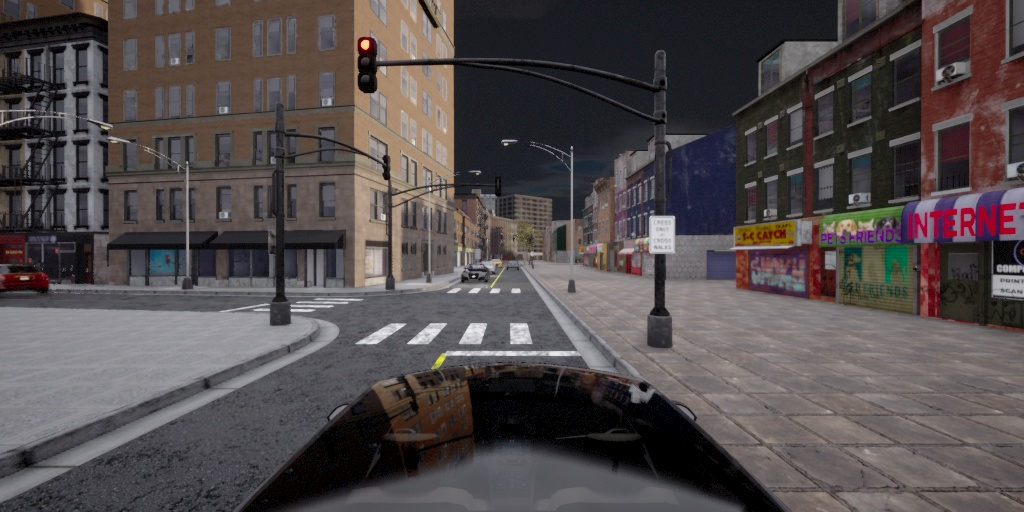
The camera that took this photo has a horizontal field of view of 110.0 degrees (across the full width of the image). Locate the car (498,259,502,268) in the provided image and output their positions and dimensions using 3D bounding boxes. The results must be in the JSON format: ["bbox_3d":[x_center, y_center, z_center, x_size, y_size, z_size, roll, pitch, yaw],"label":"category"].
[{"bbox_3d":[-2.664,1.244,59.829,1.882,1.535,5.008,0,0,1],"label":"car"}]

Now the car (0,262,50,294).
[{"bbox_3d":[-28.191,1.240,19.543,4.553,1.767,2.097,0,0,9],"label":"car"}]

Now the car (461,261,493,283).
[{"bbox_3d":[-2.798,1.317,28.176,1.994,1.385,4.181,0,0,0],"label":"car"}]

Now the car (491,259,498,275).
[{"bbox_3d":[-2.775,1.282,39.137,1.812,1.442,4.674,0,0,0],"label":"car"}]

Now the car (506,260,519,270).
[{"bbox_3d":[0.102,1.310,52.801,2.033,1.411,5.357,0,0,0],"label":"car"}]
